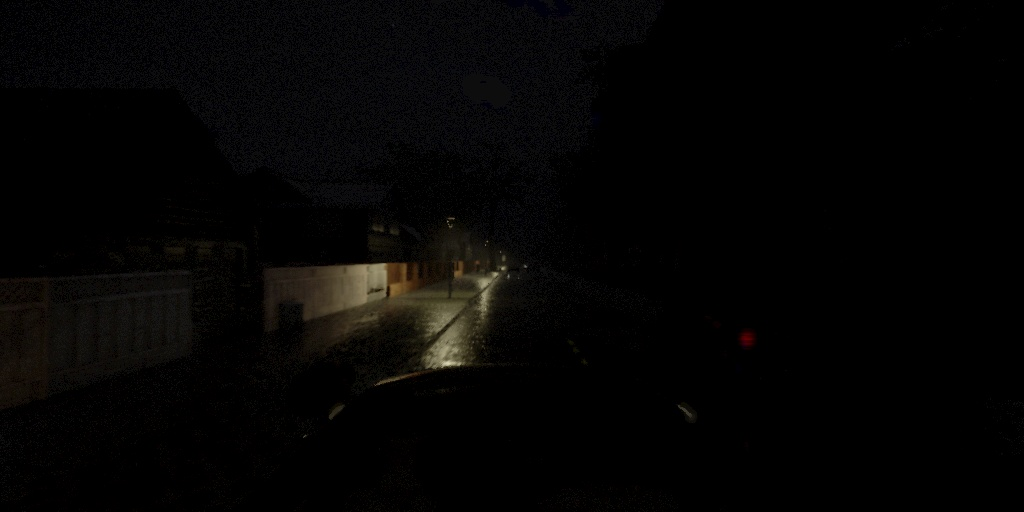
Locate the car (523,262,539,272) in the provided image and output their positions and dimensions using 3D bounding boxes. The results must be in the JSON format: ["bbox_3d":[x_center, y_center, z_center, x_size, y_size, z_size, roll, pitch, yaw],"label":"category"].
[{"bbox_3d":[3.221,1.752,56.323,2.128,1.511,4.902,0,-1,0],"label":"car"}]

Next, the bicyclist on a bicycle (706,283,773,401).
[{"bbox_3d":[3.518,1.262,5.647,0.582,1.620,1.656,0,-1,0],"label":"bicyclist on a bicycle"}]

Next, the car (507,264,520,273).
[{"bbox_3d":[0.282,1.806,52.563,1.895,1.301,4.718,0,-1,1],"label":"car"}]
